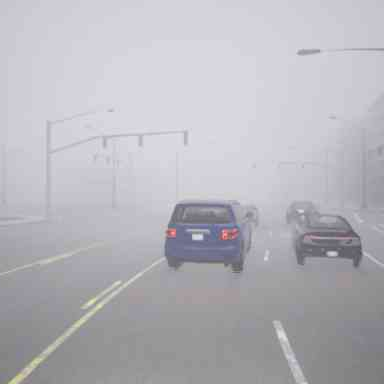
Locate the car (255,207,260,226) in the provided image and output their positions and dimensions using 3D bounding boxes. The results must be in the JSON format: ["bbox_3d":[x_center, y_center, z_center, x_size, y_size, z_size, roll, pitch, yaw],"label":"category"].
[{"bbox_3d":[3.924,1.600,24.240,2.033,1.411,5.357,0,0,12],"label":"car"}]

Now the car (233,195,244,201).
[{"bbox_3d":[10.250,1.329,73.093,1.895,1.301,4.718,0,1,15],"label":"car"}]

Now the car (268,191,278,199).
[{"bbox_3d":[19.864,1.099,82.226,1.994,1.385,4.181,0,1,15],"label":"car"}]

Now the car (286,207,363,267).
[{"bbox_3d":[4.514,1.519,11.664,2.128,1.511,4.902,0,0,14],"label":"car"}]

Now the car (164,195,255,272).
[{"bbox_3d":[0.765,1.249,11.128,2.150,2.045,5.566,0,0,13],"label":"car"}]

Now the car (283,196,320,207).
[{"bbox_3d":[8.443,1.402,25.044,2.097,1.767,4.553,0,0,24],"label":"car"}]

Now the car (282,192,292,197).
[{"bbox_3d":[23.240,0.899,81.305,2.097,1.767,4.553,0,1,15],"label":"car"}]

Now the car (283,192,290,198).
[{"bbox_3d":[25.774,0.823,91.027,1.837,1.490,4.892,0,0,15],"label":"car"}]
